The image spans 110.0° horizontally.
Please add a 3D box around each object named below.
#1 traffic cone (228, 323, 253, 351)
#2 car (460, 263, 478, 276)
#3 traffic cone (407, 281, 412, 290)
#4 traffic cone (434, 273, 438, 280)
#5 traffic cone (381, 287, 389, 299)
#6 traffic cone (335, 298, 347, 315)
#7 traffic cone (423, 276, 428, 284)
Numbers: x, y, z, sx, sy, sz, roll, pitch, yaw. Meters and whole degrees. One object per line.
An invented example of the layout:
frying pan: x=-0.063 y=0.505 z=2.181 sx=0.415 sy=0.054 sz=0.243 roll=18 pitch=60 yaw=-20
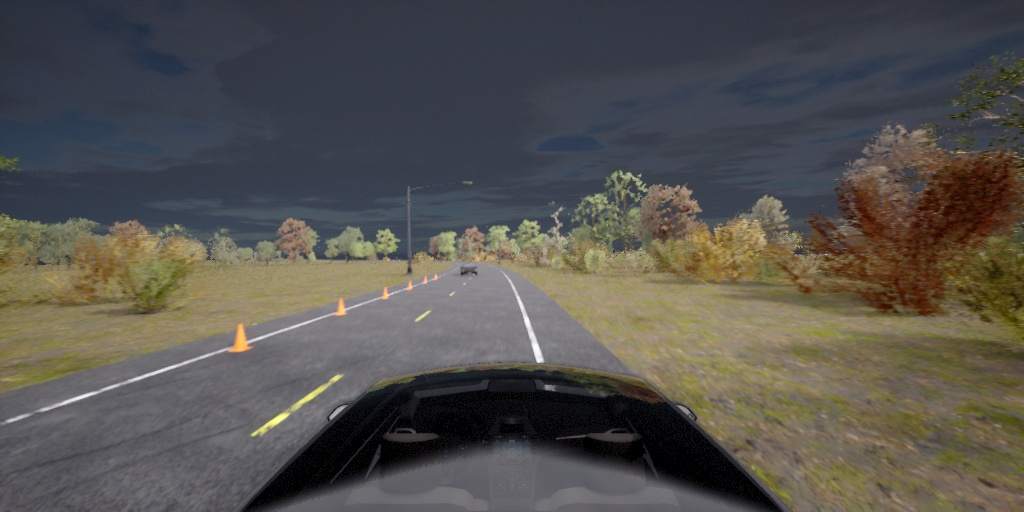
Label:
traffic cone: x=-6.128 y=1.820 z=8.107 sx=0.340 sy=0.580 sz=0.340 roll=0 pitch=0 yaw=-1
car: x=-4.789 y=1.439 z=40.191 sx=2.033 sy=1.411 sz=5.357 roll=-1 pitch=0 yaw=-8
traffic cone: x=-6.542 y=1.848 z=23.029 sx=0.340 sy=0.580 sz=0.340 roll=0 pitch=0 yaw=-2
traffic cone: x=-7.011 y=1.874 z=32.969 sx=0.340 sy=0.580 sz=0.340 roll=0 pitch=0 yaw=-3
traffic cone: x=-6.366 y=1.838 z=18.056 sx=0.340 sy=0.580 sz=0.340 roll=0 pitch=0 yaw=-2
traffic cone: x=-6.228 y=1.828 z=13.081 sx=0.340 sy=0.580 sz=0.340 roll=0 pitch=0 yaw=-1
traffic cone: x=-6.757 y=1.860 z=28.000 sx=0.340 sy=0.580 sz=0.340 roll=0 pitch=0 yaw=-3
